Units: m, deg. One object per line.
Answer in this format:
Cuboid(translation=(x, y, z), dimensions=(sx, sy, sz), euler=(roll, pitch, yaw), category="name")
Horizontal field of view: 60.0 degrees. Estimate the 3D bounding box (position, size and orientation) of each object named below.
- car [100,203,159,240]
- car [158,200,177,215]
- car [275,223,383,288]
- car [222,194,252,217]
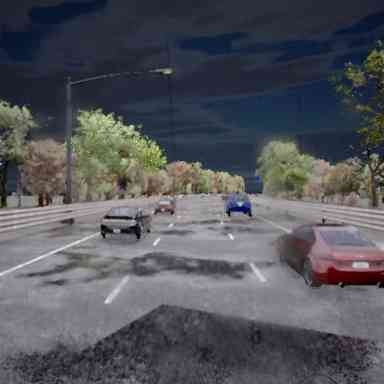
Cuboid(translation=(-3.157, 1.448, 16.686), dimensions=(2.128, 1.511, 4.902), euler=(2, 0, 1), category="car")
Cuboid(translation=(-2.613, 1.496, 33.468), dimensions=(1.812, 1.442, 4.674), euler=(0, 0, 3), category="car")
Cuboid(translation=(3.686, 1.554, 9.221), dimensions=(1.994, 1.385, 4.181), euler=(0, 0, 1), category="car")
Cuboid(translation=(4.310, 1.195, 31.624), dimensions=(2.150, 2.045, 5.566), euler=(0, 0, 2), category="car")
